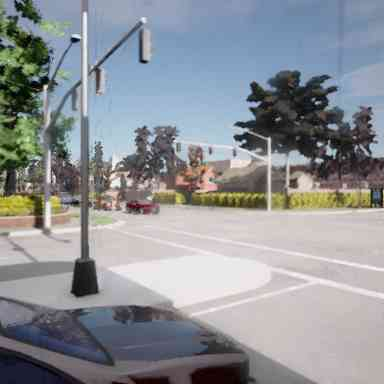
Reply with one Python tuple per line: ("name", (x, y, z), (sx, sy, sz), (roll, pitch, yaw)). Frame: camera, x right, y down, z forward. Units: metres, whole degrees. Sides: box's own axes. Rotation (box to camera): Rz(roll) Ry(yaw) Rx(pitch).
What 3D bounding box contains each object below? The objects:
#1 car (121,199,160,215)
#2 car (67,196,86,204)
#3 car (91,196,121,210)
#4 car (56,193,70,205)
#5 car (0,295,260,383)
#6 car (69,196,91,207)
("car", (-5.149, 1.457, 34.475), (1.882, 1.535, 5.008), (0, 0, -36))
("car", (-22.594, 1.523, 64.653), (2.033, 1.411, 5.357), (0, 0, -36))
("car", (-10.552, 1.332, 41.926), (2.097, 1.767, 4.553), (0, 0, -36))
("car", (-22.777, 1.202, 58.888), (2.150, 2.045, 5.566), (0, 0, -35))
("car", (-1.976, 1.548, 2.335), (5.357, 1.411, 2.033), (0, 0, -36))
("car", (-16.531, 1.581, 50.183), (1.895, 1.301, 4.718), (0, 0, -36))
